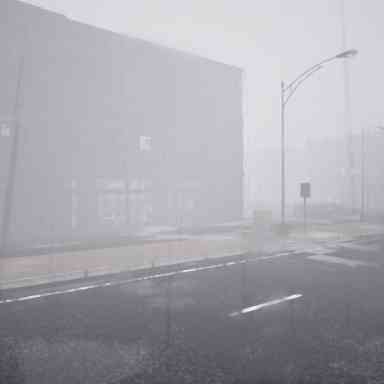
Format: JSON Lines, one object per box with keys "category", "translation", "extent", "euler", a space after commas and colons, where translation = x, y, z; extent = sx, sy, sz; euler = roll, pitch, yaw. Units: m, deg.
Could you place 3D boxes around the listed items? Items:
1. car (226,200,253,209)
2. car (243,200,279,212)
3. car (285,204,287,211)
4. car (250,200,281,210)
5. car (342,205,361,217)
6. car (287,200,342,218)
{"category": "car", "translation": [7.565, 1.963, 53.449], "extent": [1.802, 1.307, 4.206], "euler": [-2, 0, -36]}
{"category": "car", "translation": [8.245, 1.839, 42.568], "extent": [1.837, 1.490, 4.892], "euler": [-1, 0, -36]}
{"category": "car", "translation": [14.009, 1.807, 44.448], "extent": [2.008, 1.369, 4.403], "euler": [-2, 0, -36]}
{"category": "car", "translation": [10.787, 1.901, 48.949], "extent": [1.802, 1.307, 4.206], "euler": [-2, 0, -36]}
{"category": "car", "translation": [14.317, 1.763, 34.088], "extent": [2.033, 1.411, 5.357], "euler": [-1, 0, -36]}
{"category": "car", "translation": [11.954, 1.812, 32.715], "extent": [1.947, 1.339, 4.313], "euler": [-2, 0, -36]}
